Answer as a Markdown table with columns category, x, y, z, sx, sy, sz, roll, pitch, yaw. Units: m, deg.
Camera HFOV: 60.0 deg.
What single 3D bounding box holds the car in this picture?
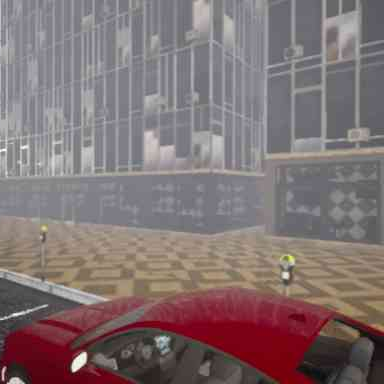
| category | x | y | z | sx | sy | sz | roll | pitch | yaw |
| --- | --- | --- | --- | --- | --- | --- | --- | --- | --- |
| car | 0.136 | 1.536 | 2.781 | 4.507 | 1.381 | 1.887 | 0 | 0 | 36 |
